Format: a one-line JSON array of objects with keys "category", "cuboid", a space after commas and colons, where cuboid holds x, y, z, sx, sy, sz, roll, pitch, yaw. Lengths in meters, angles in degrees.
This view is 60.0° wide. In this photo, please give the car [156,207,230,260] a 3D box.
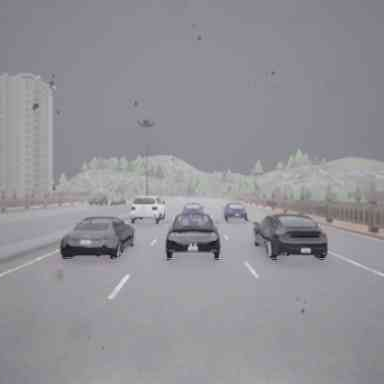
[{"category": "car", "cuboid": [0.047, 1.546, 12.694, 2.128, 1.511, 4.902, 0, 0, 0]}]

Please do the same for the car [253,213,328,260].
[{"category": "car", "cuboid": [3.548, 1.560, 12.711, 1.837, 1.490, 4.892, 0, 0, 0]}]

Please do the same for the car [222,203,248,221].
[{"category": "car", "cuboid": [3.607, 1.646, 28.373, 1.812, 1.442, 4.674, 0, 0, 1]}]

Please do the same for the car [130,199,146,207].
[{"category": "car", "cuboid": [-9.677, 1.853, 59.562, 1.895, 1.301, 4.718, 0, 0, 2]}]

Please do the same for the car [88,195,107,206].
[{"category": "car", "cuboid": [-16.676, 1.473, 59.577, 2.150, 2.045, 5.566, 0, 0, 2]}]

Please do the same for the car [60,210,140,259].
[{"category": "car", "cuboid": [-3.451, 1.620, 12.871, 1.994, 1.385, 4.181, 0, 0, 0]}]

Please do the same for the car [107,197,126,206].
[{"category": "car", "cuboid": [-13.182, 1.730, 59.588, 1.882, 1.535, 5.008, 0, 0, 2]}]

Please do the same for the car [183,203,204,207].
[{"category": "car", "cuboid": [0.107, 1.646, 28.349, 1.812, 1.442, 4.674, 0, 0, 1]}]

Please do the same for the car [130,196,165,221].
[{"category": "car", "cuboid": [-3.434, 1.336, 26.525, 2.150, 2.045, 5.566, 0, 0, 1]}]
